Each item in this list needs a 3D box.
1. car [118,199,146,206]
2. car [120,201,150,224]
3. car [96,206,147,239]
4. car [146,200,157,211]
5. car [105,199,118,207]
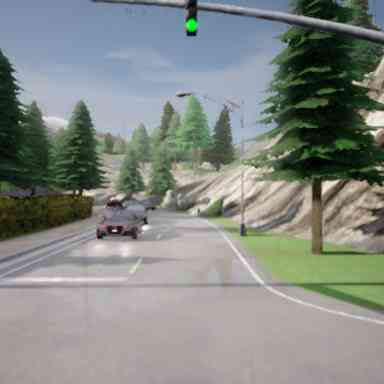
[{"bbox_3d":[-6.670,1.754,36.332,1.837,1.490,4.892,0,0,-18],"label":"car"},{"bbox_3d":[-4.451,1.708,26.523,1.812,1.442,4.674,0,0,-8],"label":"car"},{"bbox_3d":[-3.782,1.687,17.970,1.994,1.385,4.181,0,0,-2],"label":"car"},{"bbox_3d":[-6.528,1.863,46.139,2.033,1.411,5.357,0,0,-27],"label":"car"},{"bbox_3d":[-12.402,1.851,54.690,5.008,1.535,1.882,0,-1,42],"label":"car"}]
